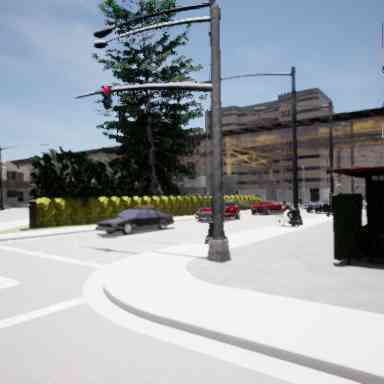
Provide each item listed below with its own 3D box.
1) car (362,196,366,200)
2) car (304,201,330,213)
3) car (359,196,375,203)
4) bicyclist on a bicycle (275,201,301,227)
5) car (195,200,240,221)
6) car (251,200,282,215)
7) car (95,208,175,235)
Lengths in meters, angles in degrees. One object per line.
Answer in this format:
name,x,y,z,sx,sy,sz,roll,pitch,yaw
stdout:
car,34.536,1.578,65.694,2.038,1.542,4.974,-1,-1,16
car,14.894,1.722,39.285,1.895,1.301,4.718,-1,-1,36
car,34.548,1.421,65.746,1.853,1.218,4.536,-1,-1,16
bicyclist on a bicycle,5.820,1.350,20.320,1.656,1.620,0.582,-1,-1,36
car,2.231,1.534,28.110,2.097,1.767,4.553,-1,-1,36
car,8.127,1.663,36.215,1.882,1.535,5.008,-1,-1,36
car,-3.308,1.726,20.470,2.033,1.411,5.357,-1,-1,36
